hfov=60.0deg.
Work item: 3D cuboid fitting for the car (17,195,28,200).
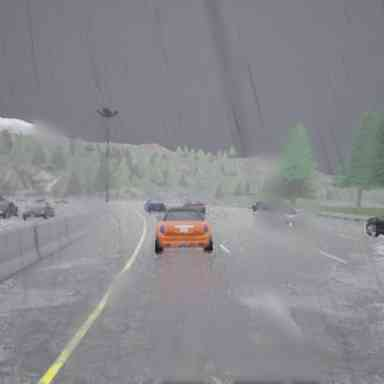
[{"bbox_3d":[-34.561,1.415,67.703,1.812,1.442,4.674,0,0,-29],"label":"car"}]

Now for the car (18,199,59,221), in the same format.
[{"bbox_3d":[-13.301,1.643,29.126,1.812,1.442,4.674,0,0,-11],"label":"car"}]

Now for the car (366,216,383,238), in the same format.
[{"bbox_3d":[10.059,1.545,15.342,2.128,1.511,4.902,0,0,-4],"label":"car"}]

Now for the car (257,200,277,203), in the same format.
[{"bbox_3d":[7.508,1.631,33.985,1.837,1.490,4.892,1,0,-12],"label":"car"}]

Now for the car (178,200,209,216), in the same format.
[{"bbox_3d":[0.056,1.625,35.105,2.128,1.511,4.902,0,0,-13],"label":"car"}]

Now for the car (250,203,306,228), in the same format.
[{"bbox_3d":[5.750,1.683,22.489,1.895,1.301,4.718,0,0,-7],"label":"car"}]

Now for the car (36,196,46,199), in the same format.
[{"bbox_3d":[-31.226,1.569,68.891,1.882,1.535,5.008,0,0,-27],"label":"car"}]

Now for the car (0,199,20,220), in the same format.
[{"bbox_3d":[-17.002,1.628,29.829,1.837,1.490,4.892,0,0,-12],"label":"car"}]

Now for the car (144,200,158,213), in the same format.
[{"bbox_3d":[-4.424,1.627,38.819,1.882,1.535,5.008,0,0,-14],"label":"car"}]

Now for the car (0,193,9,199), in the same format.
[{"bbox_3d":[-38.258,1.115,67.133,2.150,2.045,5.566,0,0,-30],"label":"car"}]

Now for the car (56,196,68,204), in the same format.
[{"bbox_3d":[-26.284,1.556,67.072,2.097,1.767,4.553,0,0,-27],"label":"car"}]

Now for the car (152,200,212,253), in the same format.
[{"bbox_3d":[-0.444,1.406,14.153,2.097,1.767,4.553,0,0,-4],"label":"car"}]
